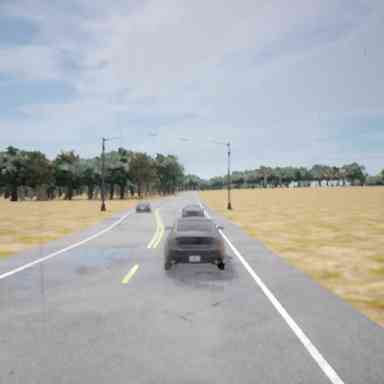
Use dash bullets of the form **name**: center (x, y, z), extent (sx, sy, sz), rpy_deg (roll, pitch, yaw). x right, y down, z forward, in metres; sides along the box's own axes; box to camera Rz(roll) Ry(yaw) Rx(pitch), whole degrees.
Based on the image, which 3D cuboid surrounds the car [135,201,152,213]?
- **car**: center (-6.321, 1.879, 43.272), extent (2.128, 1.511, 4.902), rpy_deg (0, 0, -5)

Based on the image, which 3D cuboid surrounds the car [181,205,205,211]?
- **car**: center (0.083, 1.794, 27.477), extent (1.812, 1.442, 4.674), rpy_deg (0, -1, 0)

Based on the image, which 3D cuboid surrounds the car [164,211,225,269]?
- **car**: center (0.083, 1.619, 11.582), extent (1.837, 1.490, 4.892), rpy_deg (0, -1, 0)
